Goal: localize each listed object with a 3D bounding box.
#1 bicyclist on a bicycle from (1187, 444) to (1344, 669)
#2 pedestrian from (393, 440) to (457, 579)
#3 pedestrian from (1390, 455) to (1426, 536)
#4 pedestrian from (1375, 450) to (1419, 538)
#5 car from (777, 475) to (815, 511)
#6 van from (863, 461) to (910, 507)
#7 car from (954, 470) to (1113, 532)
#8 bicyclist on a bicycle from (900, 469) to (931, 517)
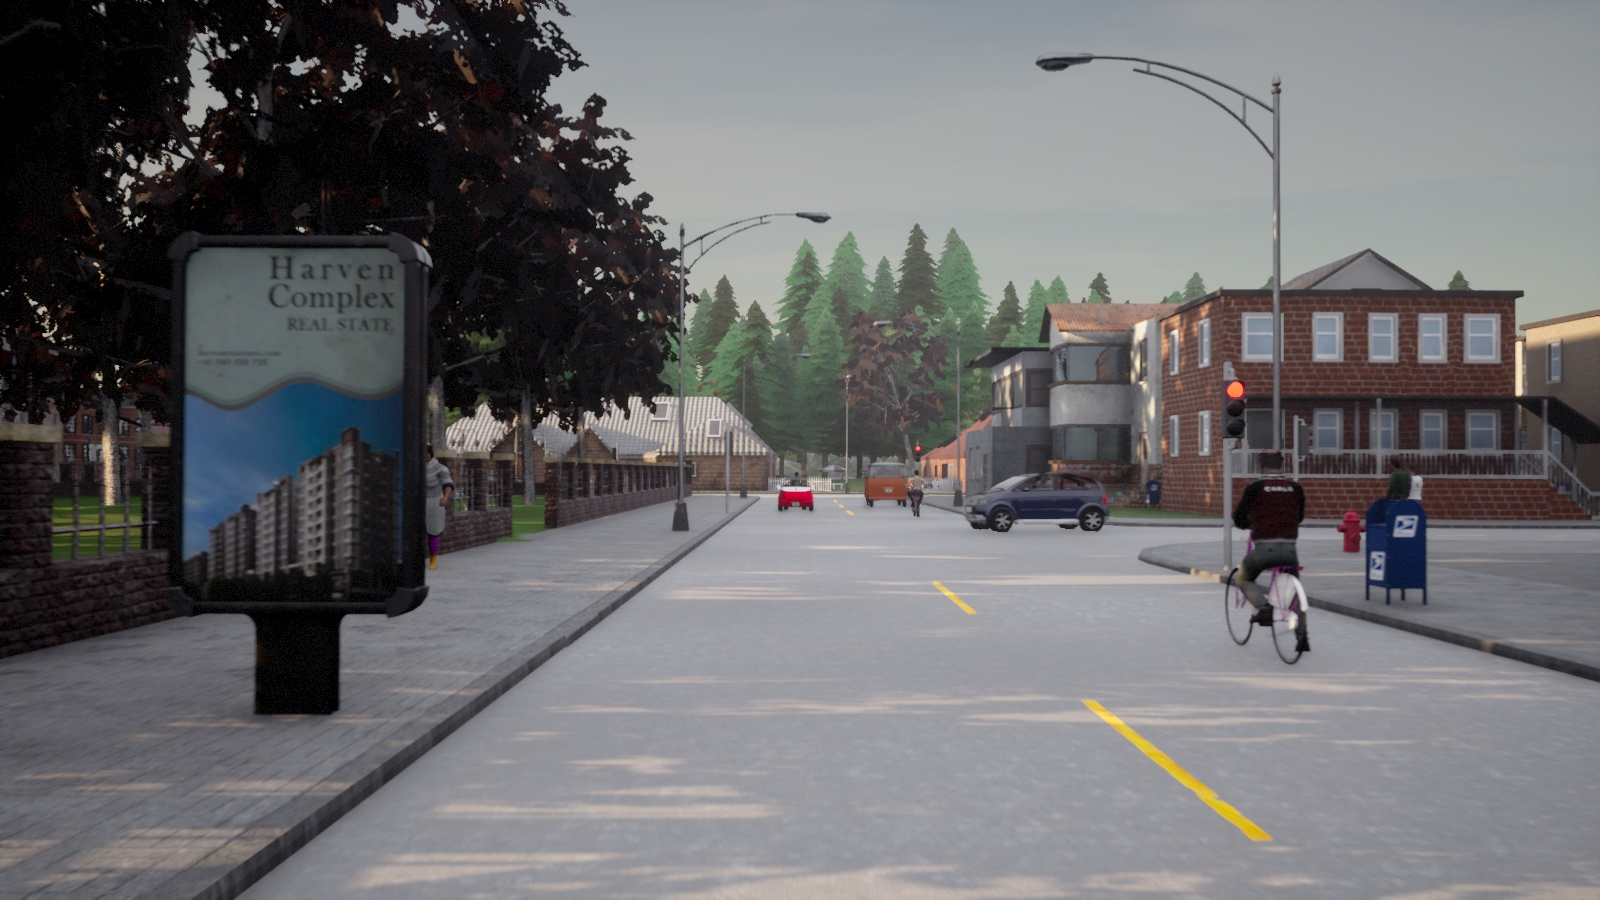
[{"bbox_3d":[3.967,0.851,10.850,0.659,1.776,1.843,0,-1,0],"label":"bicyclist on a bicycle"},{"bbox_3d":[-5.406,0.850,18.156,0.659,1.952,0.873,0,-1,0],"label":"pedestrian"},{"bbox_3d":[14.017,1.040,28.957,0.354,1.836,0.706,0,-1,-15],"label":"pedestrian"},{"bbox_3d":[13.405,0.975,28.218,0.423,1.949,0.788,0,-1,-24],"label":"pedestrian"},{"bbox_3d":[-0.163,1.705,49.882,1.481,1.376,2.207,0,-1,-1],"label":"car"},{"bbox_3d":[3.860,1.502,56.758,1.775,1.987,4.442,0,-1,0],"label":"van"},{"bbox_3d":[6.133,1.324,33.170,3.705,1.549,1.789,0,-1,-13],"label":"car"},{"bbox_3d":[3.975,1.458,43.177,0.866,1.612,1.509,0,-1,-2],"label":"bicyclist on a bicycle"}]
